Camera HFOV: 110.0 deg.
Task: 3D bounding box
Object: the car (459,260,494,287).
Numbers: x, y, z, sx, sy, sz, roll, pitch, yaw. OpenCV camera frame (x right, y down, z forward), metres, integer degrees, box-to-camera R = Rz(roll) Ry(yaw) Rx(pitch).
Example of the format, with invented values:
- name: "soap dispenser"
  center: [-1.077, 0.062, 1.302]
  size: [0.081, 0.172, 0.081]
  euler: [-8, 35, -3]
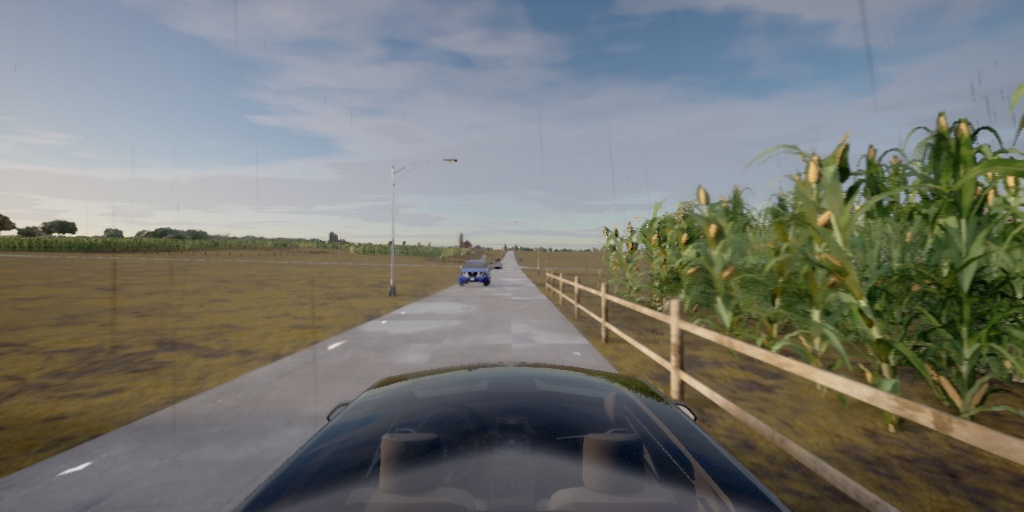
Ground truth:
- name: "car"
  center: [-2.862, 1.336, 28.764]
  size: [2.150, 2.045, 5.566]
  euler: [0, -1, 0]
